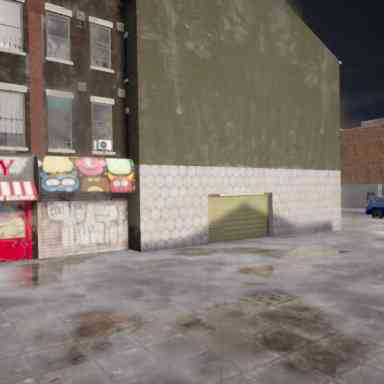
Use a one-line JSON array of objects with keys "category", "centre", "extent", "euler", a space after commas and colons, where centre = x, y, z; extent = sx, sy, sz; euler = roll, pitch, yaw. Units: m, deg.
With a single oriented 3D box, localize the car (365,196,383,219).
[{"category": "car", "centre": [17.589, 1.336, 27.907], "extent": [2.150, 2.045, 5.566], "euler": [-1, 0, -35]}]
